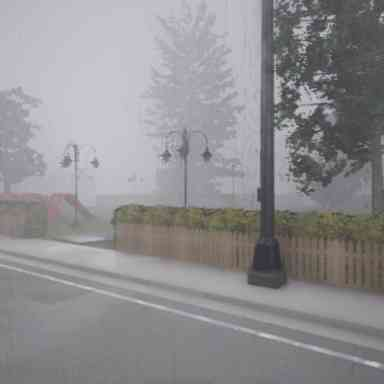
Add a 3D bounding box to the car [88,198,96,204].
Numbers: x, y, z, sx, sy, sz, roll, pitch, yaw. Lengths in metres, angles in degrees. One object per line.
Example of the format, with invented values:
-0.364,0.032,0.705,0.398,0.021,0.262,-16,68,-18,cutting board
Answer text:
-16.975,1.456,62.742,2.033,1.411,5.357,0,0,36,car
